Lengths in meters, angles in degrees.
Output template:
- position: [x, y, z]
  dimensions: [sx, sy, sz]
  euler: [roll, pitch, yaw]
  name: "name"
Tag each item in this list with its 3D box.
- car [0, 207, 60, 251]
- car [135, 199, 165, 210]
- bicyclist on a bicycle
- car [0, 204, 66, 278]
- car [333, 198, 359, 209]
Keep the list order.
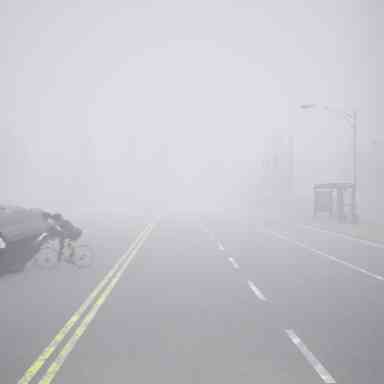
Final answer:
- position: [-7.731, 1.525, 15.021]
  dimensions: [1.812, 1.442, 4.674]
  euler: [0, 0, -3]
  name: "car"
- position: [-5.366, 1.576, 41.380]
  dimensions: [1.895, 1.301, 4.718]
  euler: [0, 0, -36]
  name: "car"
- position: [-3.625, 1.406, 9.440]
  dimensions: [1.656, 1.620, 0.582]
  euler: [-2, 1, -6]
  name: "bicyclist on a bicycle"
- position: [-4.755, 1.236, 7.855]
  dimensions: [1.490, 1.837, 4.892]
  euler: [42, 0, 0]
  name: "car"
- position: [17.676, 1.436, 40.281]
  dimensions: [4.902, 1.511, 2.128]
  euler: [0, 0, -2]
  name: "car"
